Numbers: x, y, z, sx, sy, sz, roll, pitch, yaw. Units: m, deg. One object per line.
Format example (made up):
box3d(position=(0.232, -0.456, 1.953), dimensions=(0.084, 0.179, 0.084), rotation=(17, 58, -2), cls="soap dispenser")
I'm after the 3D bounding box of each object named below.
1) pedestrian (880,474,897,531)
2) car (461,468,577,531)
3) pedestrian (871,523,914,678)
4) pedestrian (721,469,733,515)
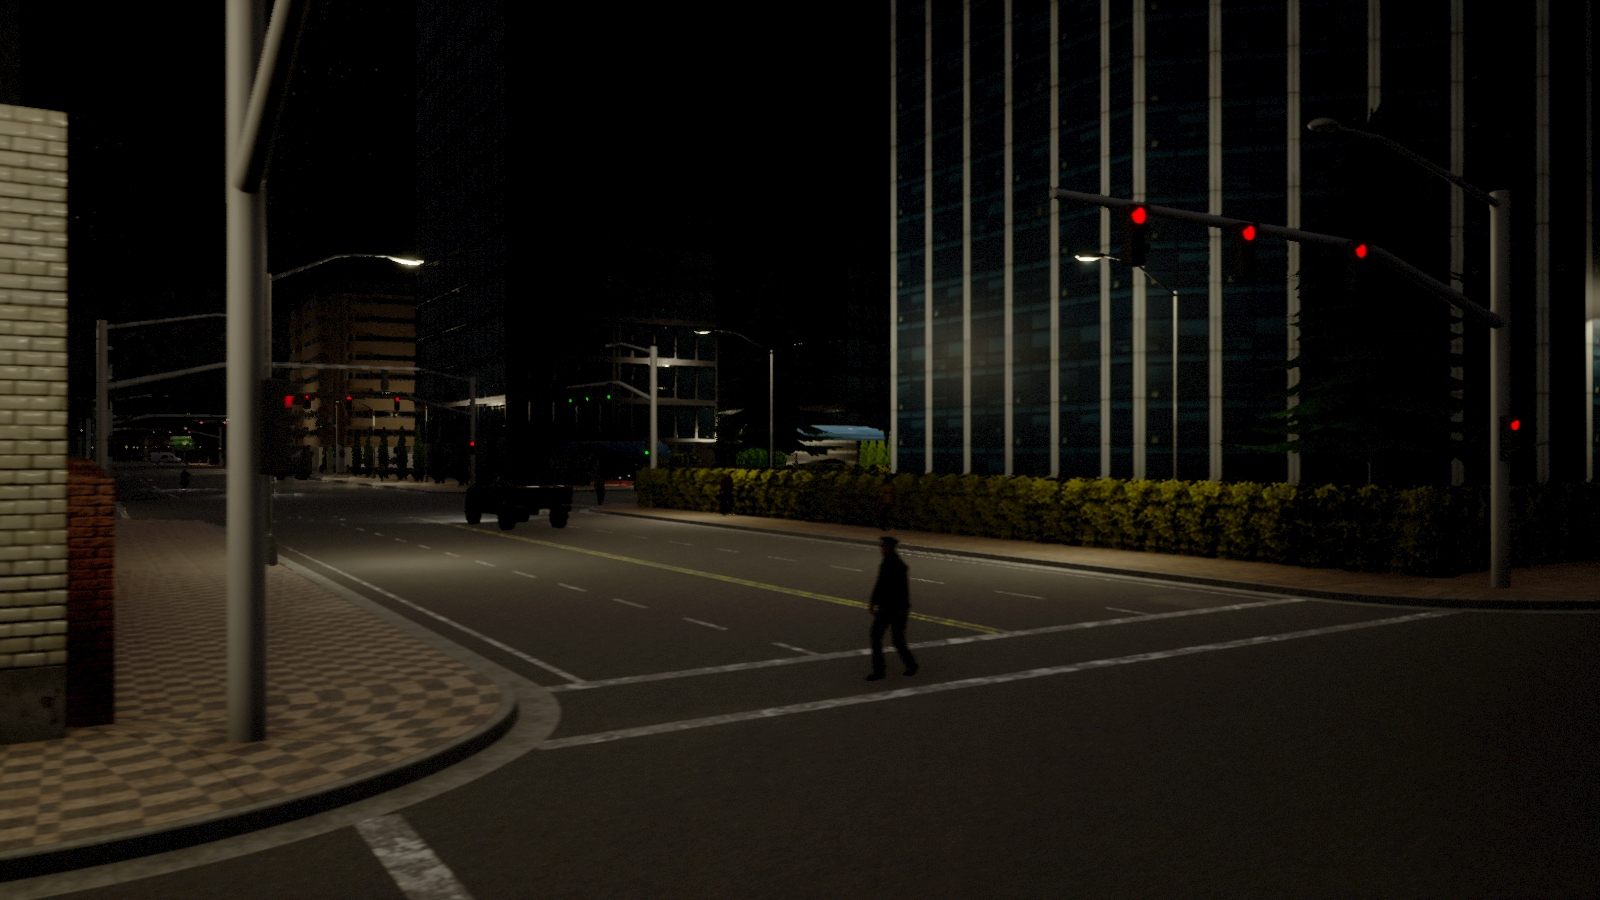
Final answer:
box3d(position=(2.910, 1.714, 37.578), dimensions=(0.375, 1.860, 0.375), rotation=(0, 0, -34), cls="pedestrian")
box3d(position=(-10.721, 1.792, 43.146), dimensions=(2.390, 2.098, 6.274), rotation=(0, 0, -32), cls="car")
box3d(position=(1.154, 1.856, 14.243), dimensions=(0.375, 1.860, 0.375), rotation=(0, 0, -39), cls="pedestrian")
box3d(position=(-3.011, 1.728, 47.016), dimensions=(0.375, 1.860, 0.375), rotation=(0, 0, -32), cls="pedestrian")
